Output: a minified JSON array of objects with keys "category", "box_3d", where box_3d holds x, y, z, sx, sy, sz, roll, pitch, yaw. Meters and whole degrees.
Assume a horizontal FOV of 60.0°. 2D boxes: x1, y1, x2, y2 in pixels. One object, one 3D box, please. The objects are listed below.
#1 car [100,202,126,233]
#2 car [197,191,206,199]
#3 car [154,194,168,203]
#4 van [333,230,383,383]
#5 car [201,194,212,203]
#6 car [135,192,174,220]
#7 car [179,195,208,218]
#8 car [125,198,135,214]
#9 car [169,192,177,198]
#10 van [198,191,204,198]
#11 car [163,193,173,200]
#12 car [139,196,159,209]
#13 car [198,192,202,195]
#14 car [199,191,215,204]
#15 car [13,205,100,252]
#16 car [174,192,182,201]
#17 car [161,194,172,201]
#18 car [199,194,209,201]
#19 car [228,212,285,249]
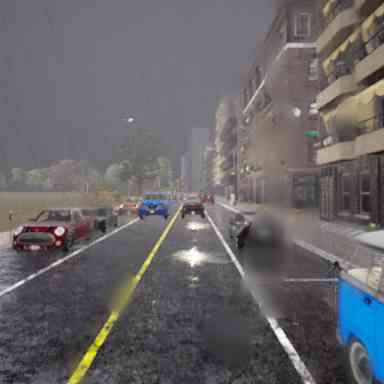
[{"category":"car","box_3d":[-5.318,1.433,18.892,1.947,1.339,4.313,1,0,0]},{"category":"car","box_3d":[2.525,0.719,87.447,2.192,1.841,5.009,1,0,0]},{"category":"car","box_3d":[-5.341,1.146,58.468,2.008,1.369,4.403,1,0,0]},{"category":"van","box_3d":[2.574,1.322,2.535,1.690,1.788,3.998,1,0,0]},{"category":"car","box_3d":[2.539,1.135,59.145,1.887,1.381,4.507,1,0,0]},{"category":"car","box_3d":[-2.865,1.034,26.635,2.150,2.045,5.566,0,0,0]},{"category":"car","box_3d":[0.080,1.311,27.705,1.837,1.490,4.892,0,1,0]},{"category":"car","box_3d":[-5.323,1.228,30.198,1.967,1.590,4.097,1,0,0]},{"category":"car","box_3d":[-5.359,0.812,92.390,1.967,1.590,4.097,1,0,0]},{"category":"van","box_3d":[2.521,0.708,93.109,1.690,1.788,3.998,1,0,0]},{"category":"car","box_3d":[-5.351,1.033,75.430,2.008,1.369,4.403,1,0,0]},{"category":"car","box_3d":[-5.331,1.255,41.507,1.887,1.381,4.507,1,0,0]},{"category":"car","box_3d":[0.017,1.146,44.336,1.801,1.575,5.366,0,0,1]},{"category":"car","box_3d":[2.545,0.943,53.483,2.192,1.841,5.009,1,0,0]},{"category":"car","box_3d":[-5.313,1.346,13.237,1.967,1.590,4.097,1,0,0]},{"category":"car","box_3d":[-2.794,1.067,67.513,2.128,1.511,4.902,0,1,0]},{"category":"car","box_3d":[-5.347,1.065,69.776,1.887,1.381,4.507,1,0,0]},{"category":"car","box_3d":[2.532,1.081,70.467,1.947,1.339,4.313,1,0,0]},{"category":"car","box_3d":[2.565,1.467,13.858,1.947,1.339,4.313,1,0,0]}]
